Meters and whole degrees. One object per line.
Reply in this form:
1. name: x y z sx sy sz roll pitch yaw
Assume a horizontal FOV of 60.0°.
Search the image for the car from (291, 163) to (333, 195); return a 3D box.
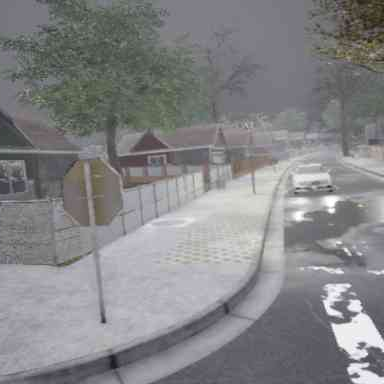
1. car: 6.386 -0.787 17.959 1.812 1.442 4.674 -3 6 17
